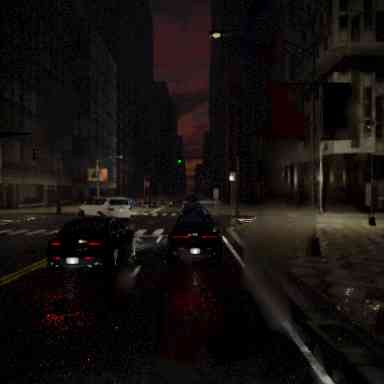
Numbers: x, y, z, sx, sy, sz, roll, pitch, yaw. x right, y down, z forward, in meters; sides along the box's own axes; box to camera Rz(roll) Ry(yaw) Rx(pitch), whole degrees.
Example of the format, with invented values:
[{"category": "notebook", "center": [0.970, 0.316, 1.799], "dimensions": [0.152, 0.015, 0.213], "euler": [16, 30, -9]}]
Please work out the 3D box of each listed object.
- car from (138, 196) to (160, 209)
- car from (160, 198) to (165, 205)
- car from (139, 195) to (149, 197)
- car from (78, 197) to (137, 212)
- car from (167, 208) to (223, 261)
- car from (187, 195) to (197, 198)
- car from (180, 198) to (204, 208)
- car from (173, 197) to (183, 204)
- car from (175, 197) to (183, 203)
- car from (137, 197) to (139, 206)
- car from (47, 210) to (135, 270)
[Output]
[{"category": "car", "center": [-6.574, 1.830, 51.376], "dimensions": [1.837, 1.490, 4.892], "euler": [0, 0, 0]}, {"category": "car", "center": [-6.510, 1.930, 66.657], "dimensions": [2.128, 1.511, 4.902], "euler": [0, 0, 0]}, {"category": "car", "center": [-9.755, 1.649, 66.965], "dimensions": [2.150, 2.045, 5.566], "euler": [0, 0, 0]}, {"category": "car", "center": [-7.000, 1.398, 26.439], "dimensions": [2.150, 2.045, 5.566], "euler": [2, -1, -42]}, {"category": "car", "center": [0.100, 1.581, 12.639], "dimensions": [1.837, 1.490, 4.892], "euler": [0, 0, 0]}, {"category": "car", "center": [-0.002, 1.691, 73.674], "dimensions": [2.150, 2.045, 5.566], "euler": [0, 0, 0]}, {"category": "car", "center": [0.107, 1.666, 30.836], "dimensions": [1.882, 1.535, 5.008], "euler": [0, 0, 0]}, {"category": "car", "center": [-3.252, 2.022, 74.059], "dimensions": [1.994, 1.385, 4.181], "euler": [0, 0, 0]}, {"category": "car", "center": [-3.252, 1.934, 84.061], "dimensions": [1.812, 1.442, 4.674], "euler": [0, 0, 0]}, {"category": "car", "center": [-9.825, 1.802, 51.207], "dimensions": [1.882, 1.535, 5.008], "euler": [0, 0, 0]}, {"category": "car", "center": [-3.151, 1.572, 11.188], "dimensions": [1.837, 1.490, 4.892], "euler": [0, 0, 0]}]
